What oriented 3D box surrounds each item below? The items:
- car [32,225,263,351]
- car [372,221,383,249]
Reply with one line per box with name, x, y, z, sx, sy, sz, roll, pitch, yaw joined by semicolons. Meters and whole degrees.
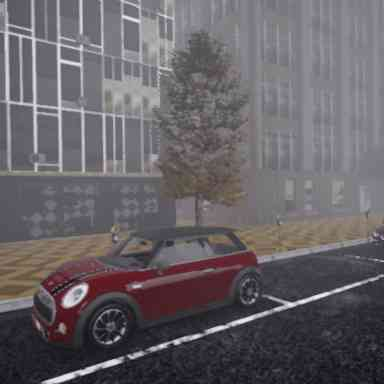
car;-0.663;1.418;6.097;4.097;1.590;1.967;-1;0;-35
car;8.591;1.441;12.698;4.403;1.369;2.008;-1;0;-35
